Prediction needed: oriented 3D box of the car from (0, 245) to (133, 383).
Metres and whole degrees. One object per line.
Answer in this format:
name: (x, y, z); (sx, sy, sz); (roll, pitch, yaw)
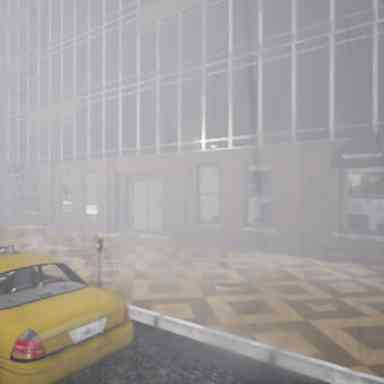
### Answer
car: (-3.028, 1.488, 5.038); (4.829, 1.417, 1.752); (1, 0, 35)
